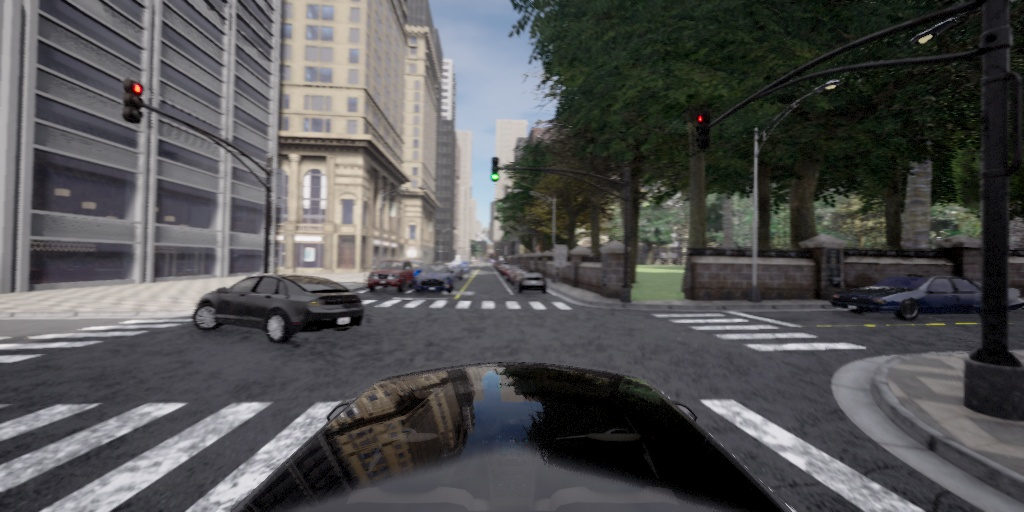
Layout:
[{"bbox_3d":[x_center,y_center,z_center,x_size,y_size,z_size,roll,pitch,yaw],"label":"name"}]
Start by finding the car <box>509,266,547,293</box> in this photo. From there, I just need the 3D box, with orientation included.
[{"bbox_3d":[1.109,1.581,23.007,1.948,1.339,4.313,0,0,-4],"label":"car"}]

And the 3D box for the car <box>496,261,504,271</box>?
[{"bbox_3d":[-0.828,1.813,50.038,1.888,1.381,4.507,0,0,-4],"label":"car"}]

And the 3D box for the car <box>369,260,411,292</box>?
[{"bbox_3d":[-7.394,1.151,22.418,2.192,1.841,5.009,0,0,-4],"label":"car"}]

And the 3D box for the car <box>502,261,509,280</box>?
[{"bbox_3d":[0.334,1.559,33.819,1.967,1.591,4.097,0,0,-4],"label":"car"}]

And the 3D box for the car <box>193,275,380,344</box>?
[{"bbox_3d":[-6.121,1.227,9.403,4.892,1.490,1.837,1,-4,25],"label":"car"}]

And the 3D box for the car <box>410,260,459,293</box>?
[{"bbox_3d":[-4.635,1.241,22.090,2.097,1.767,4.553,1,-1,-6],"label":"car"}]

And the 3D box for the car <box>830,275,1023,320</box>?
[{"bbox_3d":[14.248,1.355,12.408,5.357,1.411,2.033,0,-1,-4],"label":"car"}]

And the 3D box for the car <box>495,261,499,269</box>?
[{"bbox_3d":[-1.215,1.881,55.445,1.948,1.339,4.313,0,0,-4],"label":"car"}]

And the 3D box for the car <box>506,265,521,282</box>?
[{"bbox_3d":[0.722,1.650,28.413,1.802,1.307,4.207,0,0,-4],"label":"car"}]

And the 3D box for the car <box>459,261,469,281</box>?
[{"bbox_3d":[-5.528,1.493,33.902,2.128,1.511,4.902,1,-1,-4],"label":"car"}]

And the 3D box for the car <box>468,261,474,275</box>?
[{"bbox_3d":[-6.445,1.687,46.985,1.994,1.385,4.181,1,-1,-4],"label":"car"}]

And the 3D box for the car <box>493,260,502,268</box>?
[{"bbox_3d":[-1.603,1.677,60.851,2.192,1.841,5.009,0,0,-4],"label":"car"}]

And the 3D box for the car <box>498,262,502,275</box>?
[{"bbox_3d":[-0.440,1.801,44.632,1.802,1.307,4.207,0,0,-4],"label":"car"}]
